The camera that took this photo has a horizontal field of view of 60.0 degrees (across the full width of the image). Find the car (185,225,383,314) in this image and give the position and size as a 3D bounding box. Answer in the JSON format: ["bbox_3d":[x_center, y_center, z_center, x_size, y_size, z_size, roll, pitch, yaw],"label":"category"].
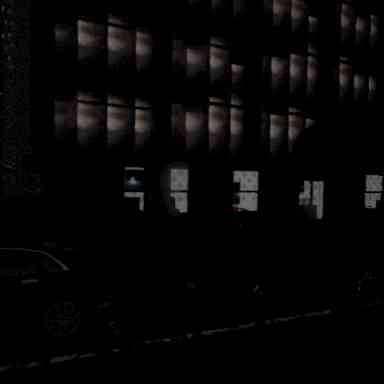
[{"bbox_3d":[1.991,1.414,7.026,4.313,1.339,1.947,1,1,-24],"label":"car"}]

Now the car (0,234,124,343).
[{"bbox_3d":[-3.208,1.327,4.730,4.403,1.369,2.008,1,1,-24],"label":"car"}]
